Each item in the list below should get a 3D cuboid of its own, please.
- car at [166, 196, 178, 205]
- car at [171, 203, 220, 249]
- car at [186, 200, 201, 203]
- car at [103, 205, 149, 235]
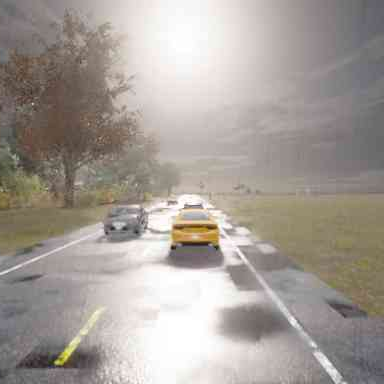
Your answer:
[{"bbox_3d":[-3.479,1.499,59.598,1.882,1.535,5.008,0,0,1],"label":"car"},{"bbox_3d":[0.128,1.480,14.535,1.882,1.535,5.008,0,0,0],"label":"car"},{"bbox_3d":[0.132,1.499,31.812,2.128,1.511,4.902,0,0,0],"label":"car"},{"bbox_3d":[-3.578,1.494,18.741,2.128,1.511,4.902,0,0,0],"label":"car"}]
